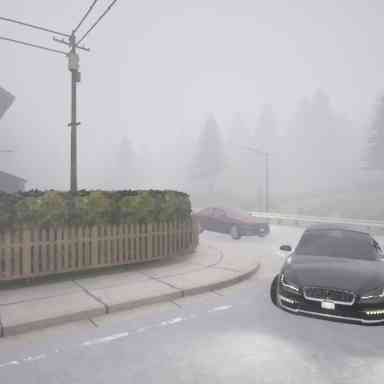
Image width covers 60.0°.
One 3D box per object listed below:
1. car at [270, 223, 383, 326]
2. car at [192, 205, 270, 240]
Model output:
[{"bbox_3d":[3.188,1.504,7.320,1.837,1.490,4.892,0,0,27],"label":"car"},{"bbox_3d":[1.888,1.477,17.456,1.882,1.535,5.008,0,0,-33],"label":"car"}]
